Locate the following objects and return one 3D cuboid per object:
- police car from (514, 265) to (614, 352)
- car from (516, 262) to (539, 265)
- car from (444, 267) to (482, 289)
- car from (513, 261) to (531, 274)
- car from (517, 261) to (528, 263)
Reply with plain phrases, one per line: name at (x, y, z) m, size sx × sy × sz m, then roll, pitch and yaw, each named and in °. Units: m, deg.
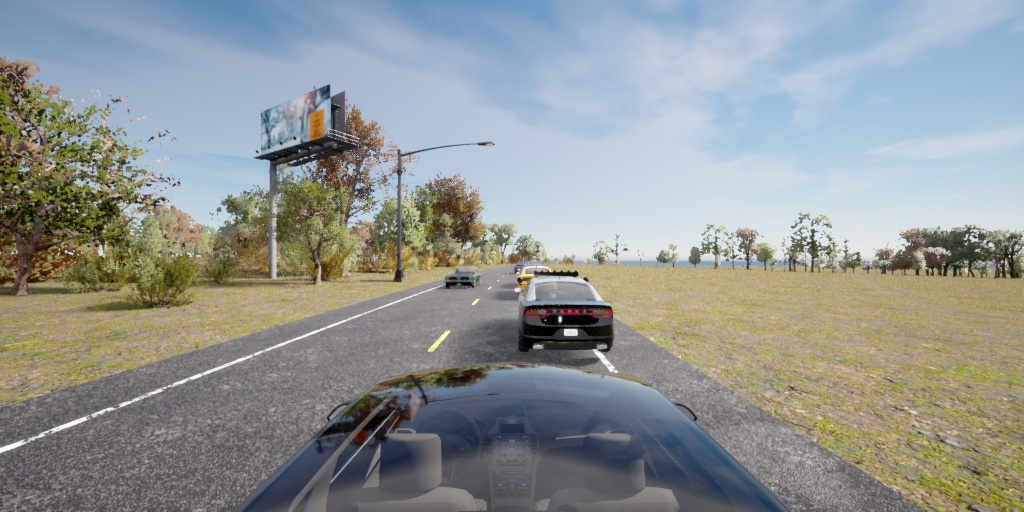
police car at (1.092, 1.184, 9.068) m, size 1.930 × 1.638 × 5.238 m, roll 0°, pitch 0°, yaw 1°
car at (1.259, 1.267, 18.924) m, size 1.882 × 1.535 × 5.008 m, roll 0°, pitch 0°, yaw 1°
car at (-3.137, 1.413, 23.729) m, size 1.895 × 1.301 × 4.718 m, roll 0°, pitch 0°, yaw 2°
car at (1.325, 1.466, 45.966) m, size 2.128 × 1.511 × 4.902 m, roll 0°, pitch 0°, yaw 4°
car at (1.420, 1.295, 24.902) m, size 1.882 × 1.535 × 5.008 m, roll 0°, pitch 0°, yaw 2°
